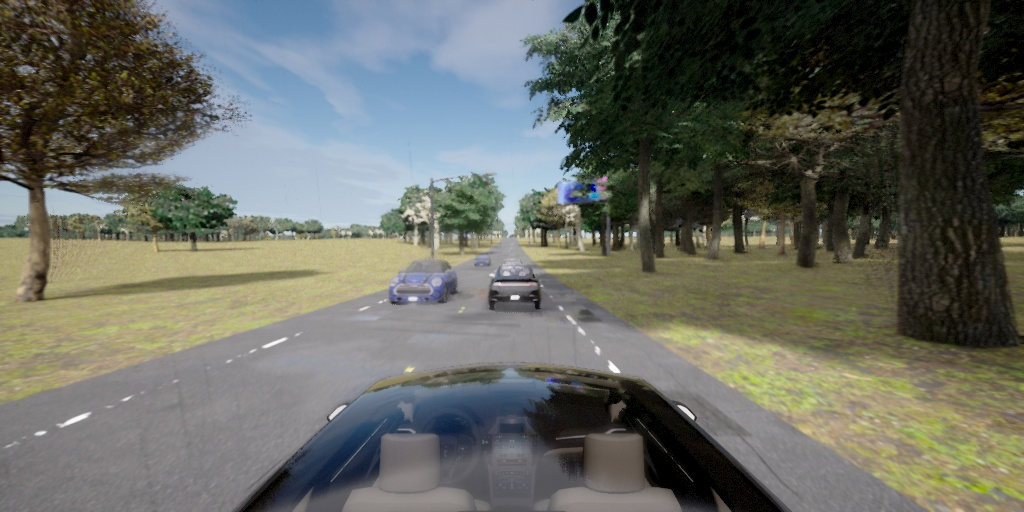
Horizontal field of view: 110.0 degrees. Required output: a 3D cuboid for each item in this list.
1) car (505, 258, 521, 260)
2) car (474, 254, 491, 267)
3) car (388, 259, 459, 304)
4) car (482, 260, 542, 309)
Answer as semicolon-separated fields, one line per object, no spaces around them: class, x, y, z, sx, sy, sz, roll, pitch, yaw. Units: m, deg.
car;0.102;0.872;32.513;1.895;1.301;4.718;0;1;0
car;-3.492;0.499;43.613;2.033;1.411;5.357;0;2;0
car;-3.594;0.938;15.254;2.097;1.767;4.553;0;1;0
car;0.099;1.094;13.942;2.128;1.511;4.902;0;1;0
